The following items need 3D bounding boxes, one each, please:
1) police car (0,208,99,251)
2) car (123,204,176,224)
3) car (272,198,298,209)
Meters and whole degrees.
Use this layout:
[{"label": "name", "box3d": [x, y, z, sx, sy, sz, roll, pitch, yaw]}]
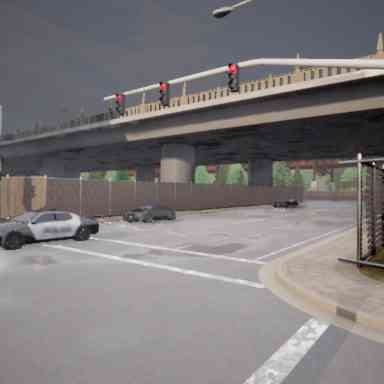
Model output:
[{"label": "police car", "box3d": [-6.521, 1.496, 14.239, 2.038, 1.542, 4.974, 0, 0, 37]}, {"label": "car", "box3d": [-3.080, 1.557, 24.770, 1.994, 1.385, 4.181, 0, 0, 37]}, {"label": "car", "box3d": [12.997, 1.547, 45.988, 2.033, 1.411, 5.357, 0, 0, 38]}]
